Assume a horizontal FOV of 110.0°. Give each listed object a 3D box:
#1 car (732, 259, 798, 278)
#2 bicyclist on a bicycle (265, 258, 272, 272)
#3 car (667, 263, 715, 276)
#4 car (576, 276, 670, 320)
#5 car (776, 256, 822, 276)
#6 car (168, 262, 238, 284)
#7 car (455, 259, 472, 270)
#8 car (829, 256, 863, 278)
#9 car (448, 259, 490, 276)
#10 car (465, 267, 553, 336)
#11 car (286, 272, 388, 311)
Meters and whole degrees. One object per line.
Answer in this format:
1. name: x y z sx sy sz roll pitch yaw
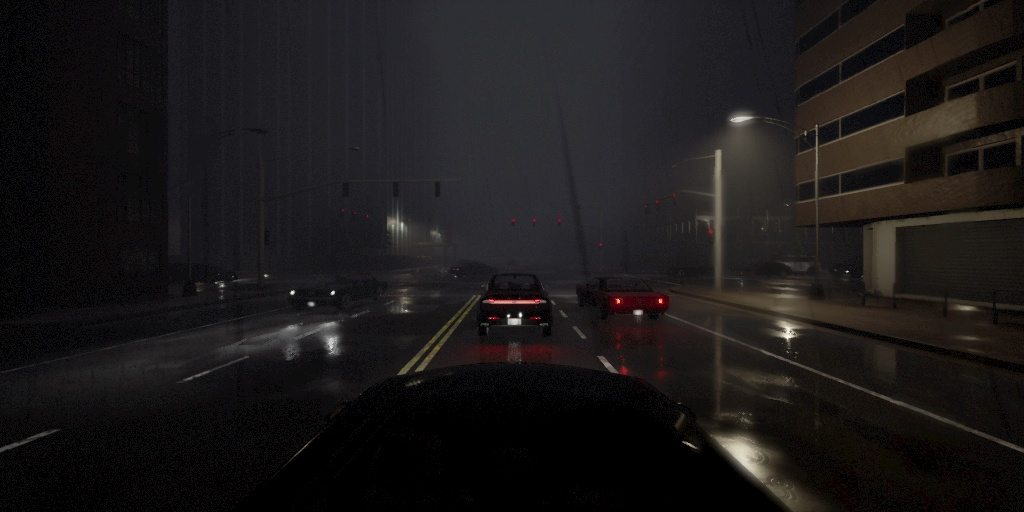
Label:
1. car: 23.103 1.255 33.204 4.892 1.490 1.837 0 0 1
2. bicyclist on a bicycle: -28.736 1.051 42.057 0.582 1.620 1.656 0 0 1
3. car: 18.549 1.351 36.776 4.718 1.301 1.895 0 0 1
4. car: 3.591 1.351 12.659 1.895 1.301 4.718 0 0 -2
5. car: 28.290 0.971 36.647 5.566 2.045 2.150 0 0 1
6. car: -23.038 1.252 26.511 4.892 1.490 1.837 1 0 1
7. car: -7.043 1.255 52.213 1.837 1.490 4.892 0 0 0
8. car: 32.677 0.971 33.095 5.566 2.045 2.150 0 0 1
9. car: -3.726 1.297 35.380 2.033 1.411 5.357 0 0 45
10. car: 0.075 1.242 10.368 2.128 1.511 4.902 0 0 0
11. car: -6.808 1.351 14.565 1.895 1.301 4.718 0 0 3
